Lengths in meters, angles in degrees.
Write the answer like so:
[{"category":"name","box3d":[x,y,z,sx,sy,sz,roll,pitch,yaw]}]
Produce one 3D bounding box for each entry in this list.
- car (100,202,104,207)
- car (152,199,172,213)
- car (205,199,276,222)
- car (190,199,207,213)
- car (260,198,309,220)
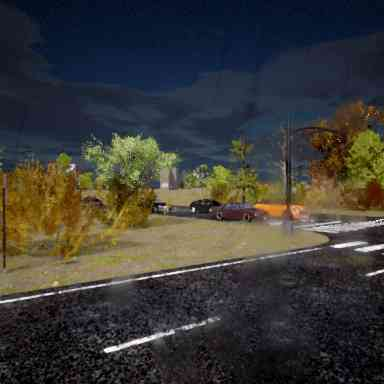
[{"category":"car","box3d":[-15.211,1.483,50.930,1.837,1.490,4.892,0,0,-38]},{"category":"car","box3d":[-4.055,1.486,36.638,2.128,1.511,4.902,0,1,-38]},{"category":"car","box3d":[3.749,1.557,26.708,2.033,1.411,5.357,0,0,-38]},{"category":"car","box3d":[1.718,1.482,34.551,1.837,1.490,4.892,0,1,-38]},{"category":"car","box3d":[7.303,1.342,27.445,2.097,1.767,4.553,0,0,-38]}]
